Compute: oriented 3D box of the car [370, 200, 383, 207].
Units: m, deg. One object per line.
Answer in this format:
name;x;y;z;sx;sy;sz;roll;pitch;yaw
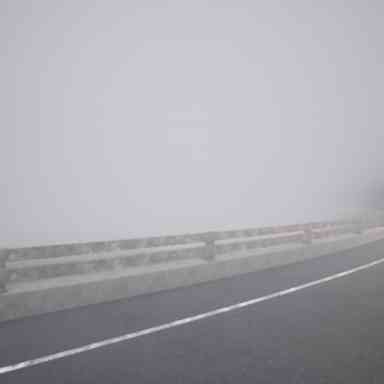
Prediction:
car;39.406;2.557;70.141;1.837;1.490;4.892;0;-1;6
